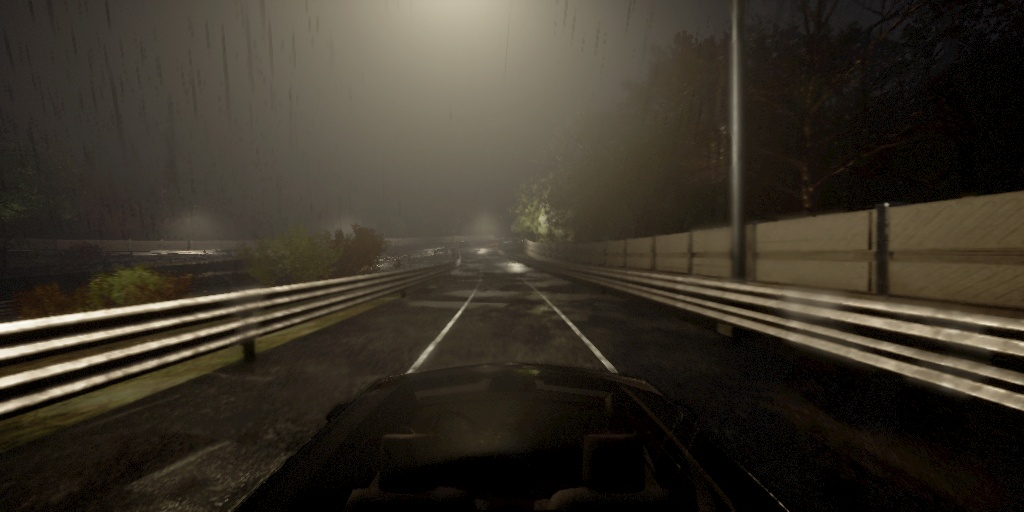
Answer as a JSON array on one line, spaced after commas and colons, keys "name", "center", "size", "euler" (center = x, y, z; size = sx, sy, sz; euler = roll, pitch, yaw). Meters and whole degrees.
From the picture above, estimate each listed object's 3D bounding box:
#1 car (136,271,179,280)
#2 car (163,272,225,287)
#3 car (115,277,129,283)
[{"name": "car", "center": [-36.080, 2.360, 38.174], "size": [1.837, 1.490, 4.892], "euler": [1, 4, 16]}, {"name": "car", "center": [-32.682, 2.498, 37.349], "size": [1.895, 1.301, 4.718], "euler": [1, 4, 16]}, {"name": "car", "center": [-39.467, 2.350, 39.065], "size": [2.033, 1.411, 5.357], "euler": [1, 4, 16]}]
